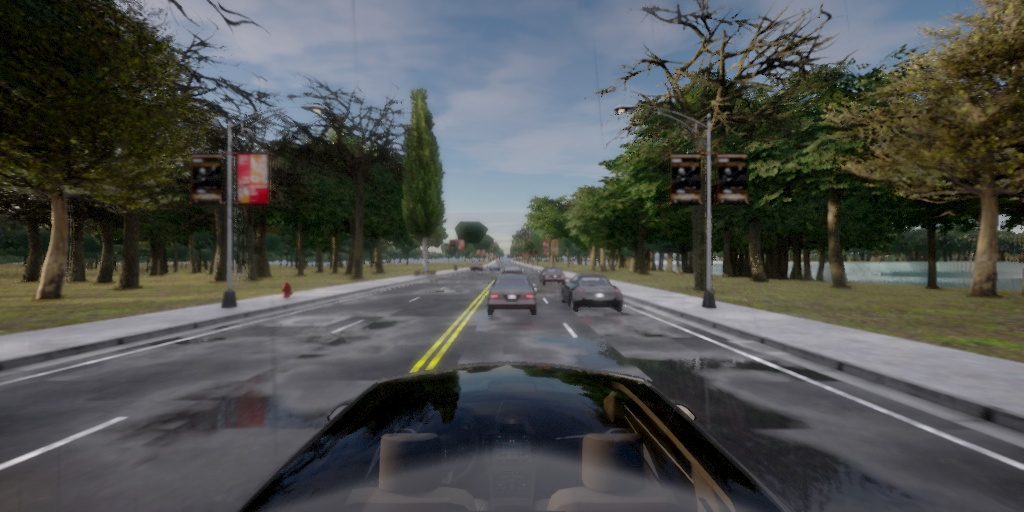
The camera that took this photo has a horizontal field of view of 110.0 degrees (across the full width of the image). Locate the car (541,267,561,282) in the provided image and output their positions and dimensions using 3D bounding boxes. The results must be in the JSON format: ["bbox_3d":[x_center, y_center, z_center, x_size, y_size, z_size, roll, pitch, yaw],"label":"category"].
[{"bbox_3d":[3.257,1.610,29.398,2.033,1.411,5.357,0,-1,0],"label":"car"}]

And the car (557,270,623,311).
[{"bbox_3d":[3.269,1.459,15.311,1.994,1.385,4.181,0,-1,0],"label":"car"}]

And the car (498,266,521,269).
[{"bbox_3d":[0.024,1.562,31.112,1.882,1.535,5.008,0,0,0],"label":"car"}]

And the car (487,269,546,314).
[{"bbox_3d":[0.008,1.432,14.386,2.033,1.411,5.357,0,-1,0],"label":"car"}]
